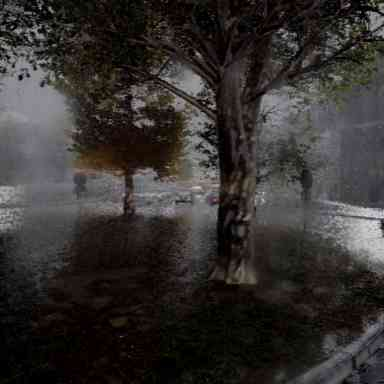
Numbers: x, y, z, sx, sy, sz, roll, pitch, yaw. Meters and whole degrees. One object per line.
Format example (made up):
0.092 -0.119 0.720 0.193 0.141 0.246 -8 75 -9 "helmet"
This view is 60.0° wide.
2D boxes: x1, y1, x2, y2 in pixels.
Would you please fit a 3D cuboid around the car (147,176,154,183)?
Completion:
-10.308 -2.628 67.811 4.792 1.488 2.163 -2 6 -15 "car"

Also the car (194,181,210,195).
0.874 -0.363 45.035 1.994 1.385 4.181 1 5 9 "car"

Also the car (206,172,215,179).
4.552 -4.043 82.204 2.033 1.411 5.357 1 5 2 "car"

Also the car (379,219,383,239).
8.398 1.373 11.478 1.895 1.301 4.718 1 2 6 "car"

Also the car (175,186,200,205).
-0.645 0.485 34.973 2.033 1.411 5.357 0 4 4 "car"

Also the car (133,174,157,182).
-10.033 -2.940 70.749 4.892 1.521 2.231 -2 6 -15 "car"

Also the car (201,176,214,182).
2.257 -1.401 54.971 1.882 1.535 5.008 1 6 7 "car"

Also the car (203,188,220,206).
2.573 0.656 33.293 1.895 1.301 4.718 0 3 -4 "car"

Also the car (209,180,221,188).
3.707 -0.305 43.777 1.837 1.490 4.892 1 6 9 "car"

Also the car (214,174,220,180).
5.138 -1.547 53.847 2.150 2.045 5.566 1 6 7 "car"
